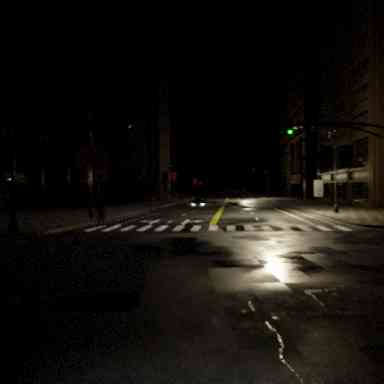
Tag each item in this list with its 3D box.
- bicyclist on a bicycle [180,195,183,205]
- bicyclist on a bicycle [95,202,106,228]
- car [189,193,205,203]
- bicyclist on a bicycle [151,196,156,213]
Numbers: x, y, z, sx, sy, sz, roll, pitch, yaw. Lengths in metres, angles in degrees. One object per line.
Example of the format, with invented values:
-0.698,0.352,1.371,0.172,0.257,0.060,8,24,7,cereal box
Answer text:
-1.777,1.345,55.898,0.582,1.620,1.656,-1,1,7,bicyclist on a bicycle
-5.919,1.481,21.492,0.582,1.620,1.656,-1,1,7,bicyclist on a bicycle
1.310,1.187,62.615,2.097,1.767,4.553,-1,0,7,car
-4.205,1.341,35.783,0.659,1.776,1.843,-1,0,7,bicyclist on a bicycle
